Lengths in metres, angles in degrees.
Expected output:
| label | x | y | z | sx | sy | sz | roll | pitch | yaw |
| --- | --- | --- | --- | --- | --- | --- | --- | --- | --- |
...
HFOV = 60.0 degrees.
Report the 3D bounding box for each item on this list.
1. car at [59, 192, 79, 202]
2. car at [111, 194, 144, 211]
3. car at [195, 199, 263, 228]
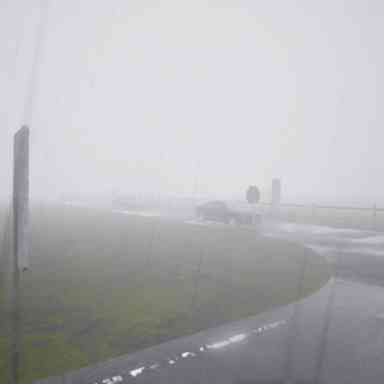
| label | x | y | z | sx | sy | sz | roll | pitch | yaw |
| --- | --- | --- | --- | --- | --- | --- | --- | --- | --- |
| car | -18.383 | 0.701 | 49.562 | 1.812 | 1.442 | 4.674 | 1 | 0 | -35 |
| car | -6.390 | 1.025 | 32.560 | 1.837 | 1.490 | 4.892 | 1 | 1 | -35 |
| car | 2.166 | 1.242 | 20.485 | 1.882 | 1.535 | 5.008 | 1 | 1 | -34 |
